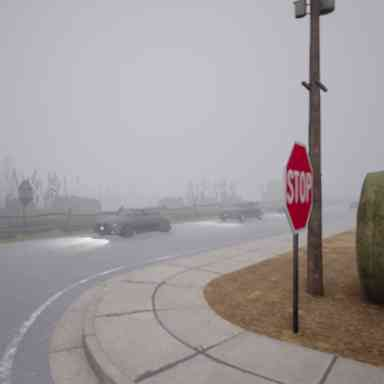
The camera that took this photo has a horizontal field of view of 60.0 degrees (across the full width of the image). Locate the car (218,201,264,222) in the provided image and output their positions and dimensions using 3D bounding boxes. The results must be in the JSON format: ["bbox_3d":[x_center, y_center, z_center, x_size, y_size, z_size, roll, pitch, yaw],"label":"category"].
[{"bbox_3d":[3.934,1.468,26.027,1.837,1.490,4.892,0,0,38],"label":"car"}]

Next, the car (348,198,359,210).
[{"bbox_3d":[21.328,1.490,42.234,1.812,1.442,4.674,0,0,38],"label":"car"}]

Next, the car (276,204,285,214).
[{"bbox_3d":[10.604,1.510,34.527,2.033,1.411,5.357,0,0,38],"label":"car"}]

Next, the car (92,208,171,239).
[{"bbox_3d":[-2.991,1.527,17.189,1.994,1.385,4.181,0,0,38],"label":"car"}]
